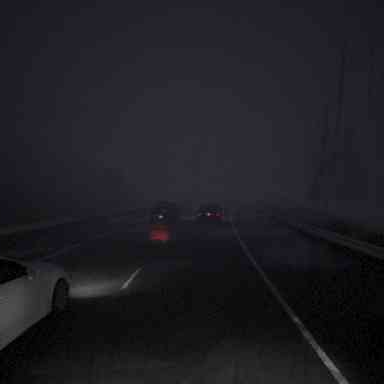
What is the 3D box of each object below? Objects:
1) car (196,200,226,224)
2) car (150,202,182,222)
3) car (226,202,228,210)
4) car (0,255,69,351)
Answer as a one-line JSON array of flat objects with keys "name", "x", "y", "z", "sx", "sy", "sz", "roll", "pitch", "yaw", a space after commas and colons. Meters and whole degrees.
[{"name": "car", "x": 1.358, "y": 1.567, "z": 24.870, "sx": 2.033, "sy": 1.411, "sz": 5.357, "roll": 0, "pitch": 0, "yaw": 5}, {"name": "car", "x": -1.996, "y": 1.522, "z": 26.290, "sx": 1.837, "sy": 1.490, "sz": 4.892, "roll": 0, "pitch": 0, "yaw": 6}, {"name": "car", "x": 3.605, "y": 1.635, "z": 42.448, "sx": 1.895, "sy": 1.301, "sz": 4.718, "roll": 0, "pitch": 0, "yaw": 9}, {"name": "car", "x": -3.295, "y": 1.525, "z": 4.491, "sx": 1.812, "sy": 1.442, "sz": 4.674, "roll": 0, "pitch": 0, "yaw": 1}]
